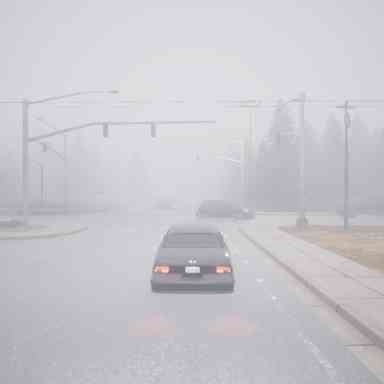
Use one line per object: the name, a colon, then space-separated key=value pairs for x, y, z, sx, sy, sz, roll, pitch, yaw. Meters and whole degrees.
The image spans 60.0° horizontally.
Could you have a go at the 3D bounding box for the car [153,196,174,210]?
car: x=-3.685 y=1.525 z=42.180 sx=1.812 sy=1.442 sz=4.674 roll=0 pitch=0 yaw=0

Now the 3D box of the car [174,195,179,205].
car: x=-3.682 y=1.502 z=57.434 sx=1.837 sy=1.490 sz=4.892 roll=0 pitch=0 yaw=0

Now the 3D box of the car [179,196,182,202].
car: x=-3.361 y=1.515 z=73.864 sx=2.128 sy=1.511 sz=4.902 roll=0 pitch=0 yaw=2

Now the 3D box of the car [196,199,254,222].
car: x=2.640 y=1.365 z=26.552 sx=4.553 sy=1.767 sz=2.097 roll=0 pitch=-1 yaw=23

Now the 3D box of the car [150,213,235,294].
car: x=0.031 y=1.545 z=8.940 sx=2.033 sy=1.411 sz=5.357 roll=0 pitch=0 yaw=0

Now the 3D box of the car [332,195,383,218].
car: x=15.536 y=1.248 z=29.592 sx=5.566 sy=2.045 sz=2.150 roll=0 pitch=0 yaw=1
